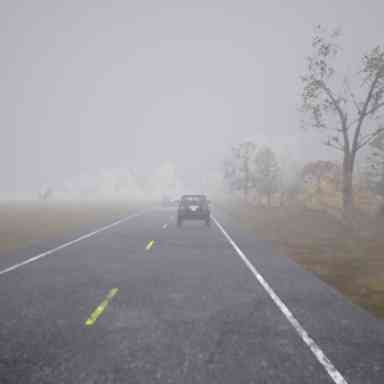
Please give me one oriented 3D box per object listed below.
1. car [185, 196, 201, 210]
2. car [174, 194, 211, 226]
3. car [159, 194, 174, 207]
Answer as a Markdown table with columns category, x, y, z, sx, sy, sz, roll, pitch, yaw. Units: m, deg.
| category | x | y | z | sx | sy | sz | roll | pitch | yaw |
| --- | --- | --- | --- | --- | --- | --- | --- | --- | --- |
| car | 0.112 | 1.324 | 41.764 | 1.882 | 1.535 | 5.008 | 0 | 0 | 0 |
| car | 0.106 | 1.143 | 22.946 | 2.150 | 2.045 | 5.566 | 0 | 0 | 0 |
| car | -3.512 | 1.169 | 48.245 | 2.097 | 1.767 | 4.553 | 0 | 0 | 0 |
